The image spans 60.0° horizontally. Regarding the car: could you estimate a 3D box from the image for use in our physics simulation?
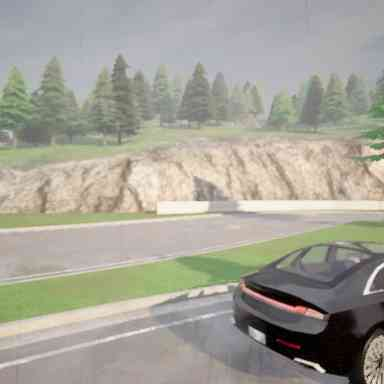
[{"bbox_3d":[2.915,1.536,5.190,4.902,1.511,2.128,1,0,-29],"label":"car"}]
